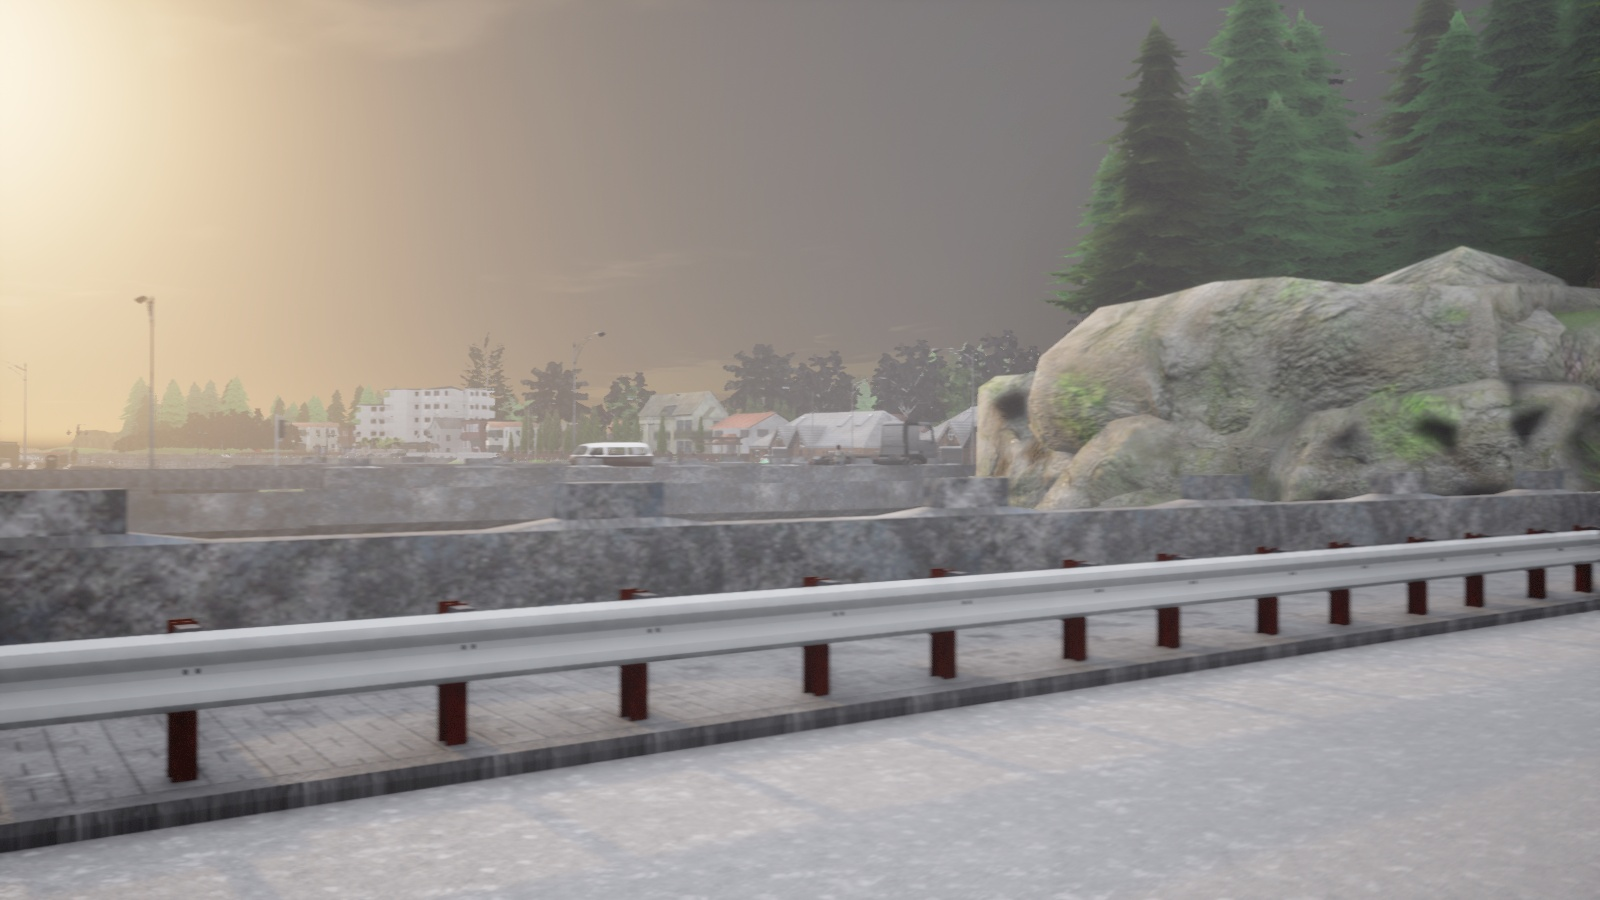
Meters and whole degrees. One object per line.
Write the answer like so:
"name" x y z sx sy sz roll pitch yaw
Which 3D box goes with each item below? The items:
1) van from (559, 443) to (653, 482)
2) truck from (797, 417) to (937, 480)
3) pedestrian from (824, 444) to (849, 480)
"van" -10.344 0.657 67.135 4.480 2.038 2.069 0 0 -35
"truck" 3.910 -0.066 72.173 7.936 3.462 2.891 0 0 -35
"pedestrian" 1.868 0.611 64.286 0.900 1.855 0.874 0 0 -35
